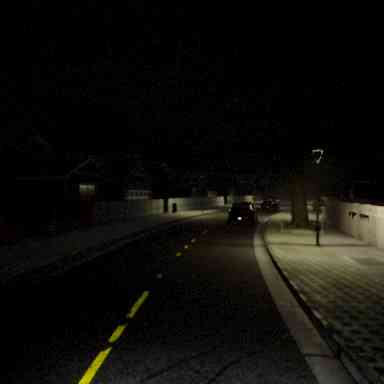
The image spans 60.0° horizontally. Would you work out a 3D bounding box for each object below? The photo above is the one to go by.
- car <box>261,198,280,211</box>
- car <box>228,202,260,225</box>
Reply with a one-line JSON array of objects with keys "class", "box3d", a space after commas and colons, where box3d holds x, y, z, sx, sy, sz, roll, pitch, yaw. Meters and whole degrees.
[{"class": "car", "box3d": [9.839, 1.546, 41.641, 2.128, 1.511, 4.902, 0, 0, 21]}, {"class": "car", "box3d": [3.809, 1.525, 24.537, 1.837, 1.490, 4.892, 0, 0, 15]}]
